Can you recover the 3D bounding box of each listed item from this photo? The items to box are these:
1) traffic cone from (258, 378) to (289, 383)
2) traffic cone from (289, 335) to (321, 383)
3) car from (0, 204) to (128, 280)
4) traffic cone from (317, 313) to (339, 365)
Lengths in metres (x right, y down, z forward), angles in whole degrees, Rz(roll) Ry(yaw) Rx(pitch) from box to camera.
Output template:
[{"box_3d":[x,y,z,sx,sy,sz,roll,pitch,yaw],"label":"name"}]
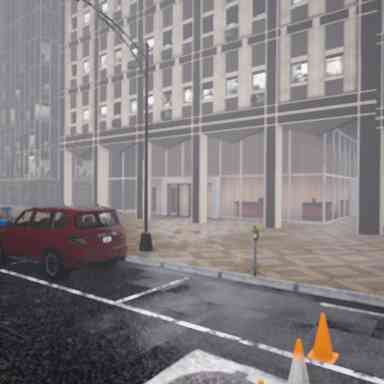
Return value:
[{"box_3d":[0.610,1.956,2.933,0.340,0.580,0.340,0,0,36],"label":"traffic cone"},{"box_3d":[1.199,1.956,3.741,0.340,0.580,0.340,0,0,36],"label":"traffic cone"},{"box_3d":[-4.129,1.317,10.047,5.009,1.841,2.192,0,1,36],"label":"car"},{"box_3d":[1.788,1.956,4.548,0.340,0.580,0.340,0,0,36],"label":"traffic cone"}]
